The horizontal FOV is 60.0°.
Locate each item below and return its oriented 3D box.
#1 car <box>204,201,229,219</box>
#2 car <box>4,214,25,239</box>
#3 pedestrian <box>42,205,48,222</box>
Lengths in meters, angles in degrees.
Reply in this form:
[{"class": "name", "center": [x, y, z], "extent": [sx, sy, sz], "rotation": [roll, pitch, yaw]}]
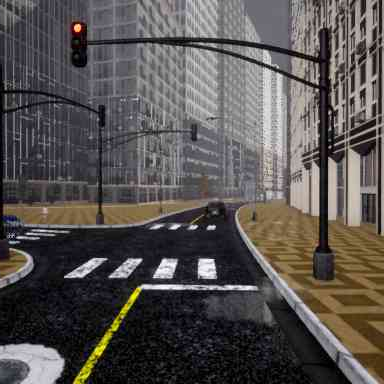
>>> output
[{"class": "car", "center": [2.189, 1.514, 29.426], "extent": [1.882, 1.535, 5.008], "rotation": [0, 0, 7]}, {"class": "car", "center": [-9.883, 1.243, 15.040], "extent": [4.553, 1.767, 2.097], "rotation": [1, 1, 18]}, {"class": "pedestrian", "center": [-9.293, 1.344, 21.036], "extent": [0.500, 1.100, 0.500], "rotation": [0, 0, 17]}]
